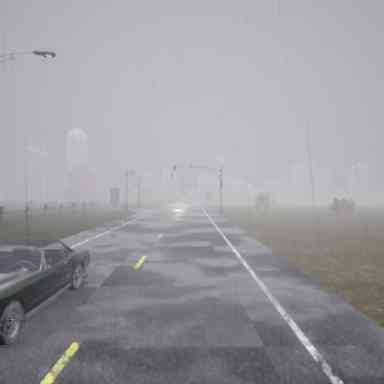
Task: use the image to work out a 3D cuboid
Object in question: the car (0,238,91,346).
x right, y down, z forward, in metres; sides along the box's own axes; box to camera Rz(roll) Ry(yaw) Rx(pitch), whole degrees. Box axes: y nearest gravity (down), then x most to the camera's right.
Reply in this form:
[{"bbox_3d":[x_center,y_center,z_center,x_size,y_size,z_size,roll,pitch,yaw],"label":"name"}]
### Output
[{"bbox_3d":[-3.600,1.675,6.582,1.895,1.301,4.718,0,-1,0],"label":"car"}]
